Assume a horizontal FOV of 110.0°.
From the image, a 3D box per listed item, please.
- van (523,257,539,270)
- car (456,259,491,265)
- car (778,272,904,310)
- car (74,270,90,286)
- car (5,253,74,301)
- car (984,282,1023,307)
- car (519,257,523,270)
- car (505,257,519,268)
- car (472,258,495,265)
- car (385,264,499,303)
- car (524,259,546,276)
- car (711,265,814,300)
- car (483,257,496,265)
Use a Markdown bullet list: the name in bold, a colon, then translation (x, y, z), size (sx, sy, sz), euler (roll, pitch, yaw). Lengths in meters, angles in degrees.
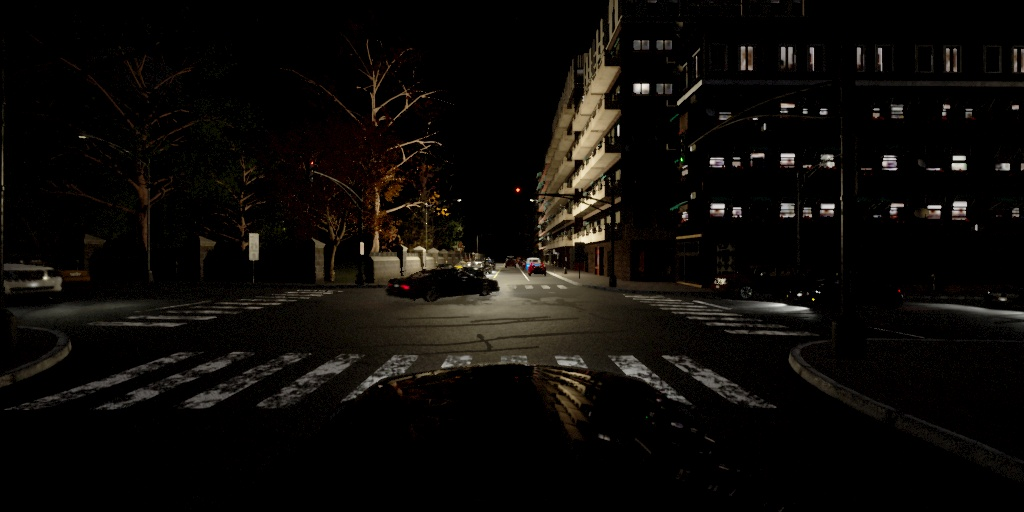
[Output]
- **van**: translation (2.500, 1.115, 42.523), size (1.690, 1.789, 3.998), euler (0, 0, 0)
- **car**: translation (-3.230, 1.255, 31.052), size (2.128, 1.511, 4.902), euler (0, 0, 0)
- **car**: translation (15.113, 1.624, 16.410), size (4.181, 1.385, 1.994), euler (1, 0, -1)
- **car**: translation (-24.819, 0.882, 18.428), size (4.829, 1.417, 1.751), euler (0, 0, -1)
- **car**: translation (-19.761, 0.646, 12.714), size (5.566, 2.045, 2.150), euler (1, 0, -1)
- **car**: translation (24.950, 1.764, 16.555), size (4.674, 1.442, 1.812), euler (1, 0, -1)
- **car**: translation (2.447, 1.229, 53.783), size (1.967, 1.591, 4.097), euler (0, 0, 0)
- **car**: translation (-0.183, 1.328, 61.737), size (1.812, 1.442, 4.674), euler (0, 0, 0)
- **car**: translation (-3.280, 1.278, 41.351), size (1.837, 1.490, 4.892), euler (0, 0, 0)
- **car**: translation (-3.088, 1.303, 16.826), size (5.357, 1.411, 2.033), euler (0, 0, -45)
- **car**: translation (2.527, 1.314, 36.893), size (1.888, 1.381, 4.507), euler (0, 0, 0)
- **car**: translation (13.371, 1.353, 18.973), size (5.009, 1.841, 2.192), euler (0, 0, -1)
- **car**: translation (-3.323, 1.278, 51.763), size (2.128, 1.511, 4.902), euler (0, 0, 0)
